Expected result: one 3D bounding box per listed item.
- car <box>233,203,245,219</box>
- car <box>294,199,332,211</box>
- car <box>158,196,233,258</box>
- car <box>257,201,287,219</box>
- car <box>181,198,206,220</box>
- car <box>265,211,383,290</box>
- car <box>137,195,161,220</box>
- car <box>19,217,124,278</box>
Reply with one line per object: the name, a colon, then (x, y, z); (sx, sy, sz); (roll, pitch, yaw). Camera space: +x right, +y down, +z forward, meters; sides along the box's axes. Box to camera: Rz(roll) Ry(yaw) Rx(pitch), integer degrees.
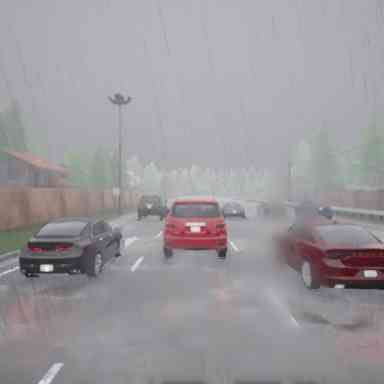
car: (3.631, 1.649, 30.400); (1.994, 1.385, 4.181); (0, 0, 0)
car: (10.630, 1.437, 29.560); (2.097, 1.767, 4.553); (0, 0, 0)
car: (0.113, 1.258, 13.024); (2.150, 2.045, 5.566); (0, 0, 0)
car: (7.130, 1.590, 29.891); (1.837, 1.490, 4.892); (0, 0, 0)
car: (0.129, 1.434, 29.577); (2.097, 1.767, 4.553); (0, 0, 0)
car: (3.609, 1.504, 9.192); (1.882, 1.535, 5.008); (0, 0, 0)
car: (-3.371, 1.301, 29.019); (2.150, 2.045, 5.566); (0, 0, 0)
car: (-3.390, 1.533, 10.190); (1.837, 1.490, 4.892); (0, 0, 0)
